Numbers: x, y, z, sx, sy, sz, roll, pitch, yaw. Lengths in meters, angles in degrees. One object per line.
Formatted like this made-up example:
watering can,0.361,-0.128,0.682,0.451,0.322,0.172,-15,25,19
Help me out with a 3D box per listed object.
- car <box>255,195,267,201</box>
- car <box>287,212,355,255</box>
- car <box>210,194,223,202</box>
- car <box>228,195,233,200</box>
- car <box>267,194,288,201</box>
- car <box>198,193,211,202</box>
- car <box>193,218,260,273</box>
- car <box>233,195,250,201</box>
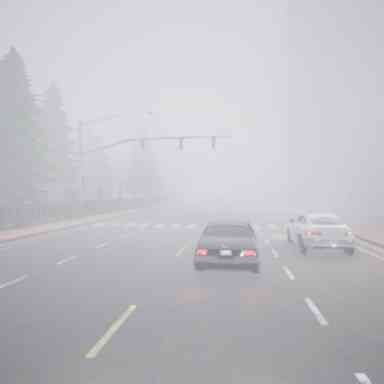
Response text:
car,19.065,1.610,90.102,4.902,1.511,2.128,0,0,-40
car,5.019,1.543,13.346,1.812,1.442,4.674,0,0,8
car,5.959,1.555,76.322,1.837,1.490,4.892,0,0,14
car,11.863,1.550,92.999,1.882,1.535,5.008,0,0,41
car,23.334,1.631,88.899,5.357,1.411,2.033,0,0,-31
car,3.170,1.277,79.131,2.150,2.045,5.566,0,0,19
car,1.157,1.556,10.729,2.033,1.411,5.357,0,0,7
car,13.976,1.601,90.156,2.128,1.511,4.902,0,0,41
